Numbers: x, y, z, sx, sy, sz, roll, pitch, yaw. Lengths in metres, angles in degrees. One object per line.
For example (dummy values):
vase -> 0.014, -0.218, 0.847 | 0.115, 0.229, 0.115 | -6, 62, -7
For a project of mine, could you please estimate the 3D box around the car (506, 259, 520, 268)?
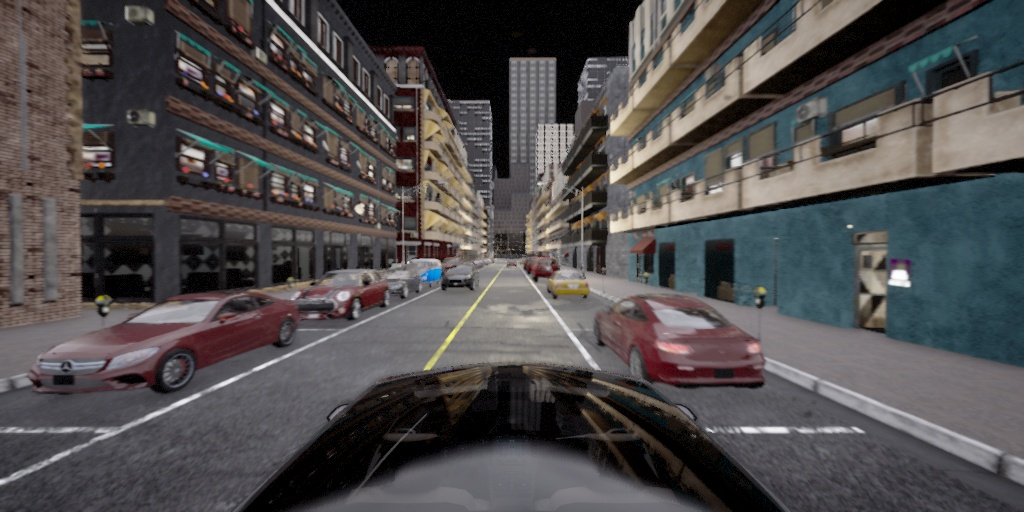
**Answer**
car -> -0.028, 1.354, 62.531 | 1.895, 1.301, 4.718 | 0, 0, 0

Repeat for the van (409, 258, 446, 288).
van -> -5.669, 1.090, 23.433 | 1.690, 1.789, 3.998 | 0, 0, 0

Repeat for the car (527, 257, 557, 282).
car -> 2.676, 1.065, 29.010 | 2.192, 1.841, 5.009 | 0, 0, 0

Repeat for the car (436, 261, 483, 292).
car -> -3.020, 1.258, 21.685 | 1.837, 1.490, 4.892 | 0, 0, 0

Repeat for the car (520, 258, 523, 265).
car -> 2.666, 1.067, 51.418 | 2.192, 1.841, 5.009 | 0, 0, 0

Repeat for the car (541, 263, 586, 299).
car -> 2.682, 1.276, 17.976 | 1.751, 1.417, 4.829 | 0, 0, 0

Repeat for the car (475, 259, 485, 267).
car -> -5.717, 1.334, 57.045 | 1.802, 1.307, 4.207 | 0, 0, 0

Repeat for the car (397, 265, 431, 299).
car -> -5.666, 1.300, 17.831 | 2.007, 1.370, 4.403 | 0, 0, 0

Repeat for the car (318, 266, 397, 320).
car -> -5.664, 1.189, 12.228 | 1.967, 1.591, 4.097 | 0, 0, 0

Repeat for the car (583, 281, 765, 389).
car -> 2.687, 1.332, 6.602 | 1.802, 1.307, 4.207 | 0, 0, 0

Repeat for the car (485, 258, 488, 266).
car -> -5.720, 1.334, 62.647 | 1.802, 1.307, 4.207 | 0, 0, 0

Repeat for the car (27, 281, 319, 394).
car -> -5.661, 1.332, 6.627 | 1.802, 1.307, 4.207 | 0, 0, 0

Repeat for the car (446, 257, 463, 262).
car -> -5.697, 1.065, 34.637 | 2.192, 1.841, 5.009 | 0, 0, 0

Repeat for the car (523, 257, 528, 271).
car -> 2.671, 1.066, 40.214 | 2.192, 1.841, 5.009 | 0, 0, 0
